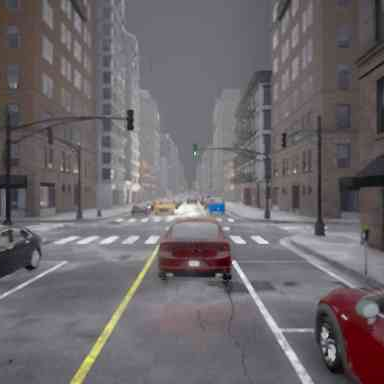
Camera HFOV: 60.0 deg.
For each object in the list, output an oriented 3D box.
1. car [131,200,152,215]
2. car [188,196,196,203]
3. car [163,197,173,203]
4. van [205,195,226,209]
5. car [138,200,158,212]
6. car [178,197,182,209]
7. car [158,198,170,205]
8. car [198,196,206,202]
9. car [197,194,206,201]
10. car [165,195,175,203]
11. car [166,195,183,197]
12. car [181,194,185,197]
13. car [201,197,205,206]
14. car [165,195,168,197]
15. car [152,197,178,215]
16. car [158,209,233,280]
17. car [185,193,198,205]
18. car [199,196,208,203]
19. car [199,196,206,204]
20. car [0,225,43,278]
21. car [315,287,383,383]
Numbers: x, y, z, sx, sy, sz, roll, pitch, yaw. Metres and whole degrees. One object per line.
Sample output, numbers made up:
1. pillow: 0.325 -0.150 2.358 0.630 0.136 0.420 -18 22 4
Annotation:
1. car: -5.387 1.671 35.568 2.008 1.369 4.403 0 0 0
2. car: 0.003 1.659 75.709 1.882 1.535 5.008 0 0 0
3. car: -5.385 1.804 75.341 1.947 1.339 4.313 0 0 0
4. van: 2.638 1.461 35.577 1.690 1.788 3.998 0 0 0
5. car: -5.386 1.684 41.250 1.887 1.381 4.507 0 0 0
6. car: -2.798 1.715 44.801 1.994 1.385 4.181 0 0 0
7. car: -5.385 1.774 63.978 1.947 1.339 4.313 0 0 0
8. car: 2.641 1.818 86.708 2.008 1.369 4.403 0 0 0
9. car: 2.640 1.522 63.984 2.192 1.841 5.009 0 0 0
10. car: -5.384 1.568 81.023 2.192 1.841 5.009 0 0 0
11. car: -2.782 1.704 53.585 1.812 1.442 4.674 0 0 1
12. car: -2.787 1.689 60.570 2.128 1.511 4.902 0 0 1
13. car: 2.639 1.740 46.939 1.802 1.307 4.206 0 0 0
14. car: -5.385 1.717 58.126 1.752 1.417 4.829 0 0 0
15. car: -2.831 1.599 35.851 1.882 1.535 5.008 0 0 0
16. car: 0.157 1.513 10.153 1.882 1.535 5.008 0 0 2
17. car: 0.002 1.564 65.677 2.097 1.767 4.553 0 0 0
18. car: 2.641 1.678 75.346 1.967 1.590 4.097 0 0 0
19. car: 2.640 1.774 58.302 1.802 1.307 4.206 0 0 0
20. car: -5.388 1.580 8.487 2.008 1.369 4.403 0 0 0
21. car: 2.637 1.451 2.977 1.967 1.590 4.097 0 0 0
